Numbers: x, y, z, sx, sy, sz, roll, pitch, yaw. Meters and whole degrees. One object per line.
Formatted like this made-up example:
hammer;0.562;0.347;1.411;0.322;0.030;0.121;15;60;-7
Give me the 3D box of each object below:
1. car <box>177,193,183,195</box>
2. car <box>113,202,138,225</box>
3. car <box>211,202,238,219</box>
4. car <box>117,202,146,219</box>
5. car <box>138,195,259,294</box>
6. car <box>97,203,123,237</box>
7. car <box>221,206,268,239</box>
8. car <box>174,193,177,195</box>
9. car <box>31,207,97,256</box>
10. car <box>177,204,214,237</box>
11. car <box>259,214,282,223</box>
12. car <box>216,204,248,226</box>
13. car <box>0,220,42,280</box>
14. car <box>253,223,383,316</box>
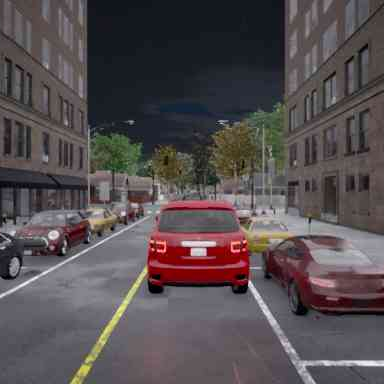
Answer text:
car;0.115;1.230;28.985;2.150;2.045;5.566;0;0;2
car;-5.272;1.446;23.815;1.967;1.590;4.097;0;0;0
car;2.782;1.575;29.294;1.947;1.339;4.313;0;0;0
car;-5.243;1.591;29.334;1.802;1.307;4.206;0;0;0
car;0.138;1.222;8.943;2.150;2.045;5.566;0;0;0
car;-5.301;1.529;18.126;1.752;1.417;4.829;0;0;0
car;2.725;1.548;18.257;1.887;1.381;4.507;0;0;0
car;-2.700;1.271;66.687;2.150;2.045;5.566;0;0;1
car;-5.329;1.441;12.778;1.967;1.590;4.097;0;0;0
car;0.192;1.509;18.972;1.837;1.490;4.892;0;0;1
car;2.697;1.526;12.909;1.752;1.417;4.829;0;0;0
car;2.754;1.588;23.775;1.802;1.307;4.206;0;0;0
car;-5.357;1.550;7.259;2.008;1.369;4.403;0;0;0
car;2.668;1.581;7.221;1.802;1.307;4.206;0;0;0
